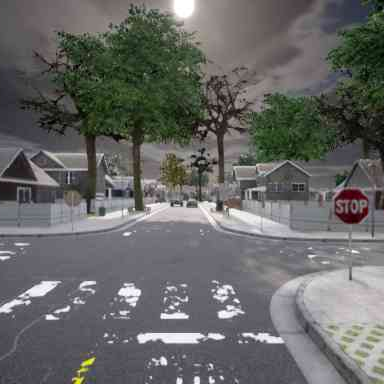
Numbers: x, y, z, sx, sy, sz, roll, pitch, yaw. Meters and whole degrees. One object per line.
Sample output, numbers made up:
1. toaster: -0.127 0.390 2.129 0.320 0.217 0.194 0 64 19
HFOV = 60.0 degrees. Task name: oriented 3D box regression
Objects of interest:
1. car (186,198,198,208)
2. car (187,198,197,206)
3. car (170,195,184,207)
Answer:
1. car: 0.009 1.862 55.985 1.812 1.442 4.674 0 -1 0
2. car: 0.009 1.964 66.023 1.837 1.490 4.892 0 -1 0
3. car: -2.743 1.617 60.994 2.150 2.045 5.566 0 -1 0
